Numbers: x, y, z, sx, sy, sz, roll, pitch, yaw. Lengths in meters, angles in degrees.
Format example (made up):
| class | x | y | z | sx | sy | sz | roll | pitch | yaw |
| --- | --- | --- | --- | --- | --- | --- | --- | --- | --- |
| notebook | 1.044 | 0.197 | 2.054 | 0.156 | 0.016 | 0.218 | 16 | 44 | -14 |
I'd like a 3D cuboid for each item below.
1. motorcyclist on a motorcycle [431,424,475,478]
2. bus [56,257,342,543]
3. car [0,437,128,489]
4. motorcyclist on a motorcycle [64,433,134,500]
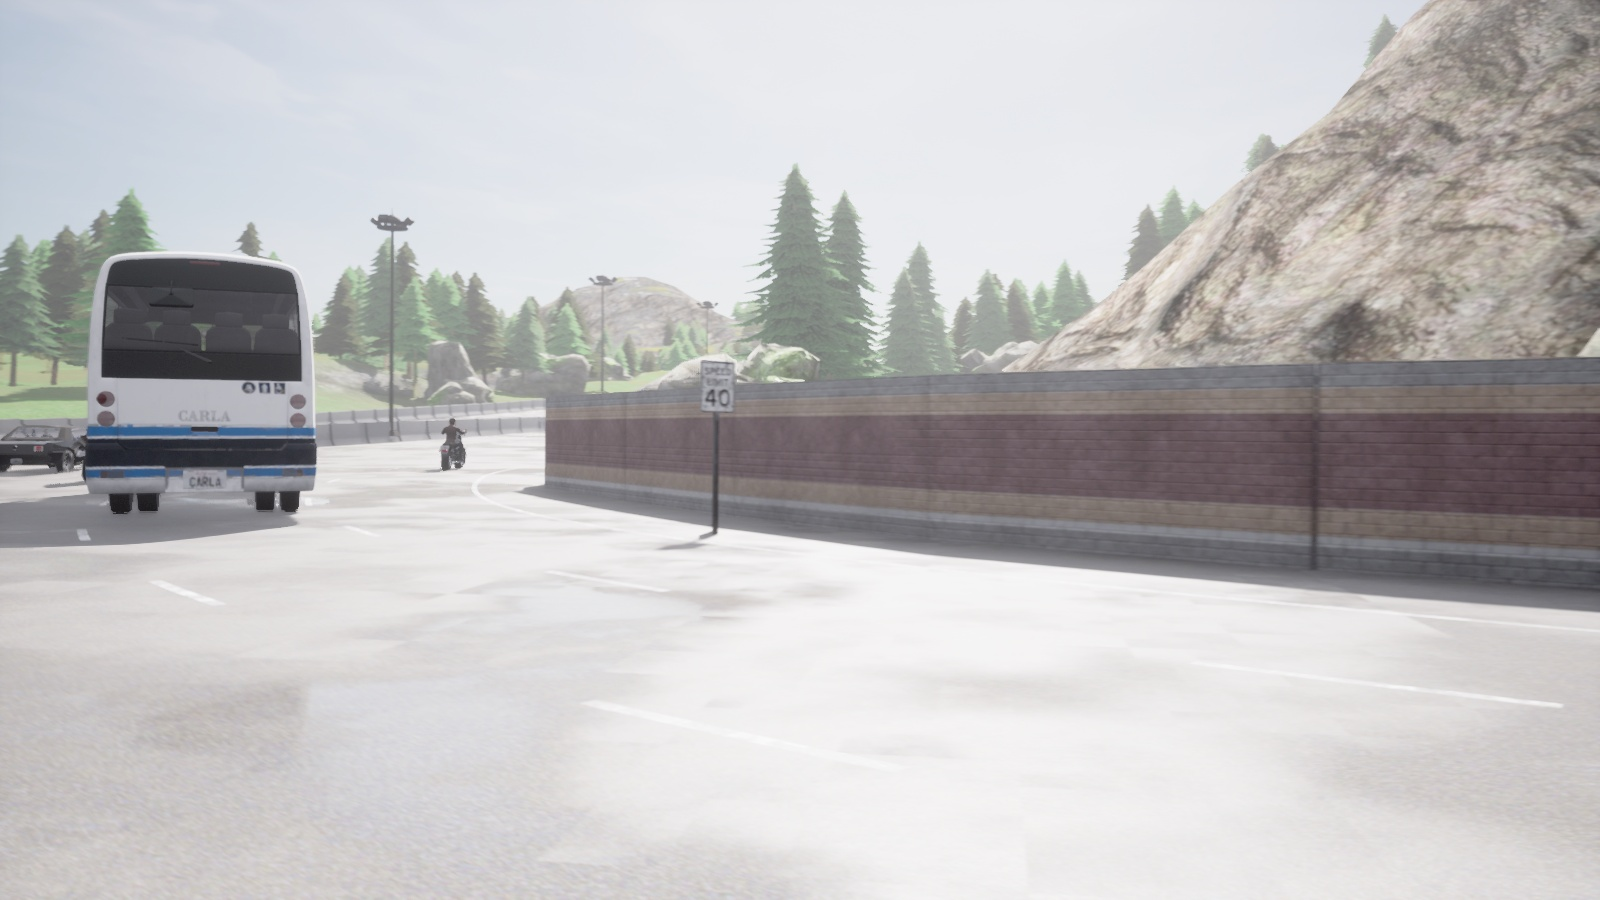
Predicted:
| class | x | y | z | sx | sy | sz | roll | pitch | yaw |
| --- | --- | --- | --- | --- | --- | --- | --- | --- | --- |
| motorcyclist on a motorcycle | -10.795 | 0.002 | 39.140 | 0.766 | 1.649 | 2.350 | 0 | 1 | -2 |
| bus | -11.396 | -0.915 | 24.216 | 3.944 | 4.253 | 10.273 | -1 | 2 | -25 |
| car | -21.166 | 0.329 | 35.766 | 1.895 | 1.301 | 4.718 | -1 | 1 | -6 |
| motorcyclist on a motorcycle | -16.824 | 0.368 | 30.185 | 0.866 | 1.530 | 2.191 | 0 | 1 | -13 |
